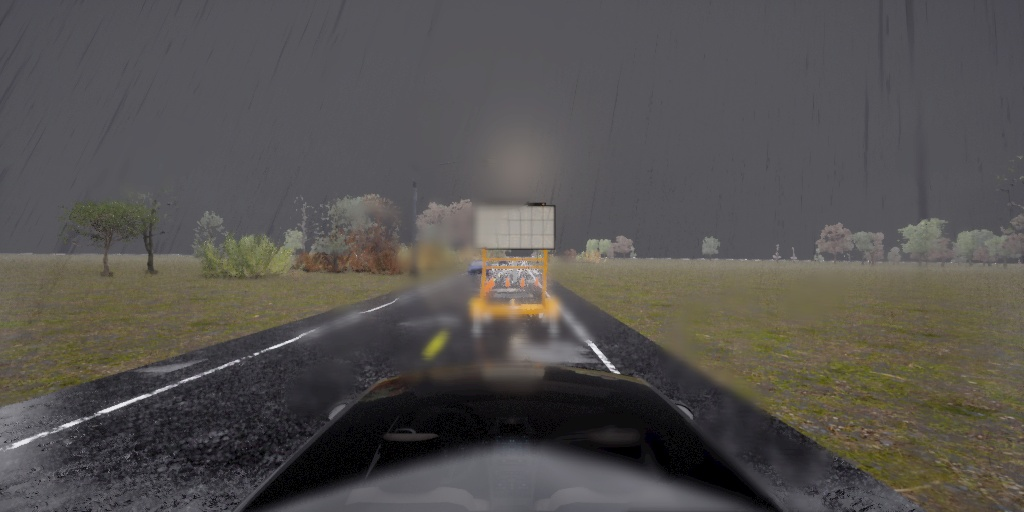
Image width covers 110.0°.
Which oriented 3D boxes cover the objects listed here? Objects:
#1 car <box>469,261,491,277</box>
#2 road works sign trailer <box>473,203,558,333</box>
[{"bbox_3d":[-3.232,1.247,36.583,1.882,1.535,5.008,0,0,1],"label":"car"},{"bbox_3d":[0.087,0.218,10.749,2.380,3.560,2.880,0,0,0],"label":"road works sign trailer"}]
